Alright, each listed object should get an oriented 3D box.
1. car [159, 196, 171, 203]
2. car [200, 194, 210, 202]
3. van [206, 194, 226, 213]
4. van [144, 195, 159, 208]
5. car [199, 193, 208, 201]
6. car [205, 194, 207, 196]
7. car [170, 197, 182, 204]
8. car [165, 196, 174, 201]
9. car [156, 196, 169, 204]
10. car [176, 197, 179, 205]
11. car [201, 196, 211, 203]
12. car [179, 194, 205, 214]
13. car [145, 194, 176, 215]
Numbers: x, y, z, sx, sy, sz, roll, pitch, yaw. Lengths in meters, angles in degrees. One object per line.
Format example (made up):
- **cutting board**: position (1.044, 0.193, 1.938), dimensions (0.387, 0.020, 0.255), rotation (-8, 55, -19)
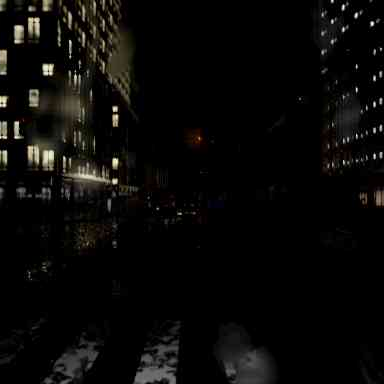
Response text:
- **car**: position (-5.563, 1.546, 69.299), dimensions (2.008, 1.369, 4.403), rotation (0, 0, 0)
- **car**: position (2.848, 1.309, 74.793), dimensions (2.192, 1.841, 5.009), rotation (0, 0, 0)
- **van**: position (2.748, 1.339, 36.022), dimensions (1.690, 1.788, 3.998), rotation (0, 0, 0)
- **van**: position (-5.685, 1.339, 47.143), dimensions (1.690, 1.788, 3.998), rotation (0, 0, 0)
- **car**: position (2.910, 1.307, 85.872), dimensions (2.192, 1.841, 5.009), rotation (0, 0, 0)
- **car**: position (2.787, 1.311, 63.714), dimensions (2.192, 1.841, 5.009), rotation (0, 0, 0)
- **car**: position (-2.950, 1.597, 63.102), dimensions (1.895, 1.301, 4.718), rotation (0, 0, 1)
- **car**: position (-5.502, 1.575, 80.378), dimensions (1.802, 1.307, 4.206), rotation (0, 0, 0)
- **car**: position (-5.594, 1.562, 63.760), dimensions (1.947, 1.339, 4.313), rotation (0, 0, 0)
- **car**: position (-3.107, 1.524, 44.612), dimensions (1.812, 1.442, 4.674), rotation (0, 0, 1)
- **car**: position (2.817, 1.540, 69.253), dimensions (1.887, 1.381, 4.507), rotation (0, 0, 0)
- **car**: position (0.038, 1.350, 35.510), dimensions (2.097, 1.767, 4.553), rotation (0, 0, 0)
- **car**: position (-3.169, 1.221, 33.717), dimensions (2.150, 2.045, 5.566), rotation (0, 0, 0)
